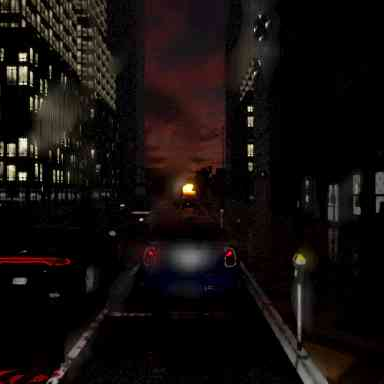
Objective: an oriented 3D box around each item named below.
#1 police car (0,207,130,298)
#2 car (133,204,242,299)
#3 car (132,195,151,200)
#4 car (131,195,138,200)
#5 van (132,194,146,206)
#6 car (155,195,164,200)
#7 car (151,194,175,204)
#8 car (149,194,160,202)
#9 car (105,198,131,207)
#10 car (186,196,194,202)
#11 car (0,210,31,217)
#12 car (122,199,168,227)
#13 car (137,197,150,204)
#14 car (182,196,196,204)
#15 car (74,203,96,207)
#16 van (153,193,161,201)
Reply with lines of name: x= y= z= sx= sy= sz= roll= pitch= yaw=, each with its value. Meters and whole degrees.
police car: x=-3.145 y=1.424 z=8.677 sx=1.930 sy=1.638 sz=5.238 roll=0 pitch=0 yaw=0
car: x=-0.032 y=1.352 z=8.619 sx=2.097 sy=1.767 sz=4.553 roll=0 pitch=0 yaw=0
car: x=-6.191 y=1.530 z=44.146 sx=2.033 sy=1.411 sz=5.357 roll=0 pitch=0 yaw=0
car: x=-8.833 y=1.523 z=49.953 sx=1.887 sy=1.381 sz=4.507 roll=0 pitch=0 yaw=0
van: x=-8.832 y=1.315 z=55.646 sx=1.690 sy=1.788 sz=3.998 roll=0 pitch=0 yaw=0
car: x=-8.832 y=1.504 z=89.799 sx=1.947 sy=1.339 sz=4.313 roll=0 pitch=0 yaw=0
car: x=-3.076 y=1.337 z=37.793 sx=2.097 sy=1.767 sz=4.553 roll=0 pitch=0 yaw=0
car: x=-8.832 y=1.391 z=78.413 sx=1.967 sy=1.590 sz=4.097 roll=0 pitch=0 yaw=0
car: x=-8.833 y=1.537 z=38.569 sx=2.008 sy=1.369 sz=4.403 roll=0 pitch=0 yaw=0
car: x=-0.452 y=1.533 z=78.399 sx=1.802 sy=1.307 sz=4.206 roll=0 pitch=0 yaw=0
car: x=-8.833 y=1.563 z=15.800 sx=1.947 sy=1.339 sz=4.313 roll=0 pitch=0 yaw=0
car: x=-3.075 y=1.486 z=22.799 sx=2.128 sy=1.511 sz=4.902 roll=0 pitch=0 yaw=0
car: x=-8.832 y=1.550 z=61.338 sx=1.802 sy=1.307 sz=4.206 roll=0 pitch=0 yaw=0
car: x=-0.452 y=1.548 z=44.248 sx=1.947 sy=1.339 sz=4.313 roll=0 pitch=0 yaw=0
car: x=-8.832 y=1.575 z=27.183 sx=1.802 sy=1.307 sz=4.206 roll=0 pitch=0 yaw=0
van: x=-8.831 y=1.285 z=84.106 sx=1.690 sy=1.788 sz=3.998 roll=0 pitch=0 yaw=0
